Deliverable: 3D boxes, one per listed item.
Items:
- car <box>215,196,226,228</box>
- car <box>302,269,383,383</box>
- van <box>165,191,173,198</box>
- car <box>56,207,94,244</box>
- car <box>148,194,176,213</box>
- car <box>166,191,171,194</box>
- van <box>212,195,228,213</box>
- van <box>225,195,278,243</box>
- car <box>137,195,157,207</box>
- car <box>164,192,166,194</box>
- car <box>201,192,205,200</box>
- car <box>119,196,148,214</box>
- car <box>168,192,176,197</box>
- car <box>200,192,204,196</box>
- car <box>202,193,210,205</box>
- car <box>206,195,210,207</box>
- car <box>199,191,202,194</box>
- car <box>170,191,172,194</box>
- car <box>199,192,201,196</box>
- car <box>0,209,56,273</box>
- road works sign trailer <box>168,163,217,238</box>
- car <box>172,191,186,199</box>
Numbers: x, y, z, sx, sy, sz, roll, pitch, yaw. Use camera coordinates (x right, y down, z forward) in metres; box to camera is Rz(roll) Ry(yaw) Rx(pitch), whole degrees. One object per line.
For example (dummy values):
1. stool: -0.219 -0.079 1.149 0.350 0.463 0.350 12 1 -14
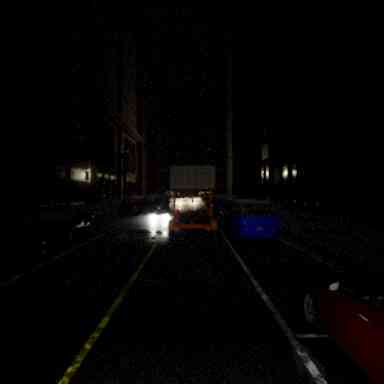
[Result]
1. car: 2.721 1.273 20.806 1.967 1.590 4.097 1 0 0
2. car: 2.683 1.551 3.934 1.802 1.307 4.206 1 0 0
3. van: -5.672 0.611 82.685 1.690 1.788 3.998 1 1 0
4. car: -5.818 1.423 15.196 1.887 1.381 4.507 1 0 0
5. car: -3.026 1.220 33.029 2.128 1.511 4.902 0 1 0
6. car: -5.711 1.016 65.815 1.802 1.307 4.206 1 1 0
7. van: 2.734 1.126 26.430 1.690 1.788 3.998 1 0 0
8. van: 2.710 1.220 15.180 1.690 1.788 3.998 1 0 0
9. car: -5.758 1.190 43.317 2.008 1.369 4.403 1 1 0
10. car: -5.735 1.065 54.396 1.752 1.417 4.829 1 1 0
11. car: 2.779 1.134 48.929 1.887 1.381 4.507 1 1 0
12. car: -5.782 1.282 32.069 1.887 1.381 4.507 1 0 0
13. car: -5.651 0.726 93.936 1.947 1.339 4.313 1 1 0
14. car: 2.791 1.083 54.553 1.887 1.381 4.507 1 1 0
15. car: 2.767 1.191 43.305 2.008 1.369 4.403 1 1 0
16. car: 2.743 1.288 32.056 2.008 1.369 4.403 1 0 0
17. car: 2.815 0.979 65.802 1.887 1.381 4.507 1 1 0
18. car: -5.685 0.765 77.062 1.967 1.590 4.097 1 1 0
19. car: 2.804 1.032 60.178 1.887 1.381 4.507 1 1 0
20. car: -5.828 1.364 9.571 1.967 1.590 4.097 1 0 0
21. road works sign trailer: 0.036 0.331 16.639 2.380 3.560 2.880 0 0 0
22. car: -2.843 0.823 74.235 1.994 1.385 4.181 0 1 0
